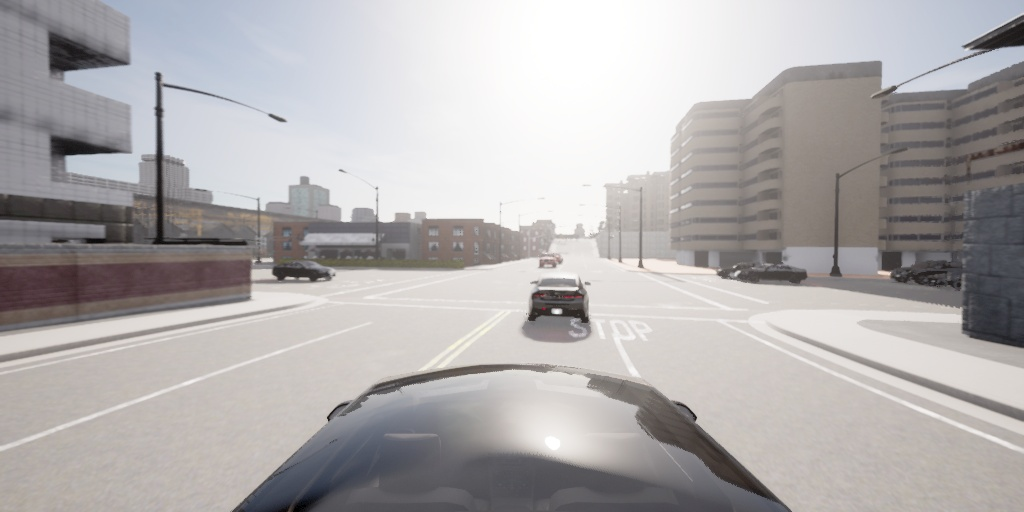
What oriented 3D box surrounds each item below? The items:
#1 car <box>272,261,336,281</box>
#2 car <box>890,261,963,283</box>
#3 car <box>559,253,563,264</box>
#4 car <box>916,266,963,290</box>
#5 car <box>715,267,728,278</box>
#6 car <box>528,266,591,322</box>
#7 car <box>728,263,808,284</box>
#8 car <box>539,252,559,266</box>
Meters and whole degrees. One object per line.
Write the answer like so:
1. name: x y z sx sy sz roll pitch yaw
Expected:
1. car: -16.037 1.119 27.715 4.902 1.511 2.128 0 1 12
2. car: 35.036 1.391 29.569 5.566 2.045 2.150 2 1 9
3. car: 7.523 0.369 63.259 2.150 2.045 5.566 0 0 11
4. car: 33.270 1.753 26.319 4.181 1.385 1.994 2 1 9
5. car: 20.869 1.322 31.906 4.892 1.490 1.837 0 1 9
6. car: 1.687 1.312 12.606 1.837 1.490 4.892 0 0 10
7. car: 20.438 1.367 28.428 4.902 1.511 2.128 1 1 9
8. car: 5.130 0.554 51.021 2.150 2.045 5.566 0 1 11
